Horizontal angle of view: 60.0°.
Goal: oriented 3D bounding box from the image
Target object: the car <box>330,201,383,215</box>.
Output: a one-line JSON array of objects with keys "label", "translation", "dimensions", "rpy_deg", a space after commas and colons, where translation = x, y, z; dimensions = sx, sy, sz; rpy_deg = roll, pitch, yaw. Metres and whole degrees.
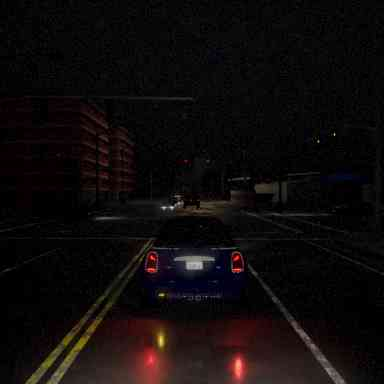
[{"label": "car", "translation": [16.379, 1.601, 33.255], "dimensions": [4.718, 1.301, 1.895], "rpy_deg": [0, 0, 0]}]

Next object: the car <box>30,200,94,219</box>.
[{"label": "car", "translation": [-10.712, 1.455, 27.619], "dimensions": [4.892, 1.490, 1.837], "rpy_deg": [0, 0, -8]}]

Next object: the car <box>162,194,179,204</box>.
[{"label": "car", "translation": [-3.726, 1.547, 53.702], "dimensions": [2.033, 1.411, 5.357], "rpy_deg": [0, 0, 0]}]

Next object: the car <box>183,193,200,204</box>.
[{"label": "car", "translation": [-0.064, 1.223, 47.565], "dimensions": [2.150, 2.045, 5.566], "rpy_deg": [0, 0, 0]}]

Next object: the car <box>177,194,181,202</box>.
[{"label": "car", "translation": [-3.719, 1.547, 63.783], "dimensions": [2.033, 1.411, 5.357], "rpy_deg": [0, 0, 0]}]

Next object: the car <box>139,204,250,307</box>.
[{"label": "car", "translation": [0.053, 1.352, 8.162], "dimensions": [2.097, 1.767, 4.553], "rpy_deg": [0, 0, 0]}]

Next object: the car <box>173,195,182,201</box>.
[{"label": "car", "translation": [-3.726, 1.540, 84.725], "dimensions": [2.033, 1.411, 5.357], "rpy_deg": [0, 0, 0]}]
